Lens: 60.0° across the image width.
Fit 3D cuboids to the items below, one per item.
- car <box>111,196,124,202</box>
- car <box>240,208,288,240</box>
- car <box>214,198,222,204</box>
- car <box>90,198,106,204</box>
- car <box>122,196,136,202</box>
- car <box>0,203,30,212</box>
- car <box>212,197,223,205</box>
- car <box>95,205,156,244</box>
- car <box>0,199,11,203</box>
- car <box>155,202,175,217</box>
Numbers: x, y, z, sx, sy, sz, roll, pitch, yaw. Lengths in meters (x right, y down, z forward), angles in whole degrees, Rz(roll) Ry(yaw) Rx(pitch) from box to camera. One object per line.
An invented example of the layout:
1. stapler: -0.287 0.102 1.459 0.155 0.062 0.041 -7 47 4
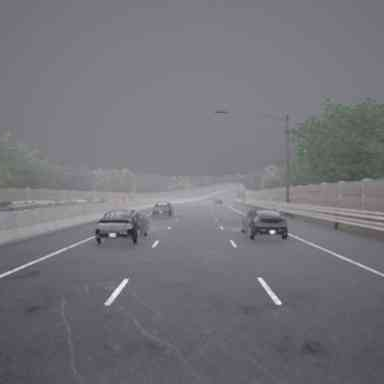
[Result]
1. car: -15.351 1.823 70.210 2.150 2.045 5.566 0 -1 3
2. car: 3.769 1.615 17.847 1.837 1.490 4.892 0 0 1
3. car: 6.938 2.427 88.381 1.882 1.535 5.008 0 -1 4
4. car: -19.019 2.025 67.458 1.882 1.535 5.008 0 -1 3
5. car: -12.057 2.112 66.632 1.994 1.385 4.181 0 -1 3
6. car: -13.787 1.748 25.449 1.895 1.301 4.718 0 0 1
7. car: 6.155 2.269 77.513 1.837 1.490 4.892 0 -1 4
8. car: -3.257 1.584 16.200 2.128 1.511 4.902 0 0 1
9. car: -17.201 1.520 28.698 2.097 1.767 4.553 0 0 2
10. car: -2.863 1.722 33.795 2.128 1.511 4.902 0 -1 2
